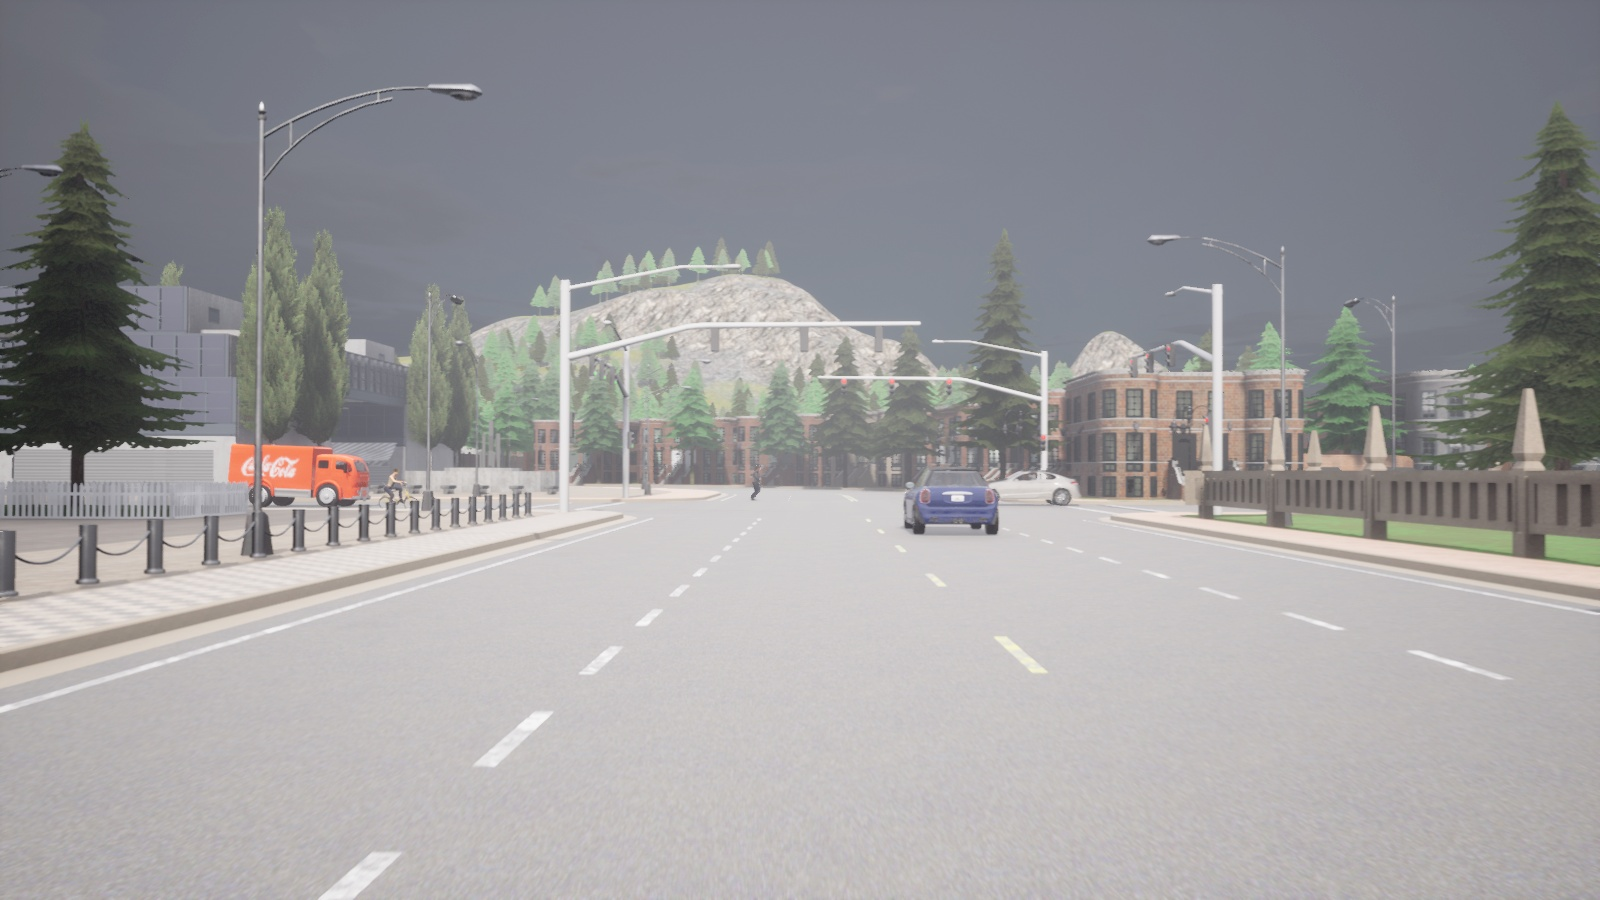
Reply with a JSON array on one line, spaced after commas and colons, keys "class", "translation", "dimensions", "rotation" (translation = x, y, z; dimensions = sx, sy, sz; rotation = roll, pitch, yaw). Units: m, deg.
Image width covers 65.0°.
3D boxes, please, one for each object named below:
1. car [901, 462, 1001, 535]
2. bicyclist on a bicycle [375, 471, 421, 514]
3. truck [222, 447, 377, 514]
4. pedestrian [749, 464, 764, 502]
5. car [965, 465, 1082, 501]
[{"class": "car", "translation": [3.851, 1.206, 32.754], "dimensions": [2.097, 1.767, 4.553], "rotation": [0, -1, 1]}, {"class": "bicyclist on a bicycle", "translation": [-15.385, 1.619, 48.094], "dimensions": [1.509, 1.612, 0.866], "rotation": [0, -1, 1]}, {"class": "truck", "translation": [-20.500, 1.241, 51.643], "dimensions": [5.204, 2.467, 2.627], "rotation": [2, -1, 1]}, {"class": "pedestrian", "translation": [-2.246, 1.698, 64.850], "dimensions": [0.788, 1.949, 0.423], "rotation": [0, -1, 2]}, {"class": "car", "translation": [10.338, 1.528, 58.354], "dimensions": [5.027, 1.651, 2.152], "rotation": [0, -1, 1]}]
